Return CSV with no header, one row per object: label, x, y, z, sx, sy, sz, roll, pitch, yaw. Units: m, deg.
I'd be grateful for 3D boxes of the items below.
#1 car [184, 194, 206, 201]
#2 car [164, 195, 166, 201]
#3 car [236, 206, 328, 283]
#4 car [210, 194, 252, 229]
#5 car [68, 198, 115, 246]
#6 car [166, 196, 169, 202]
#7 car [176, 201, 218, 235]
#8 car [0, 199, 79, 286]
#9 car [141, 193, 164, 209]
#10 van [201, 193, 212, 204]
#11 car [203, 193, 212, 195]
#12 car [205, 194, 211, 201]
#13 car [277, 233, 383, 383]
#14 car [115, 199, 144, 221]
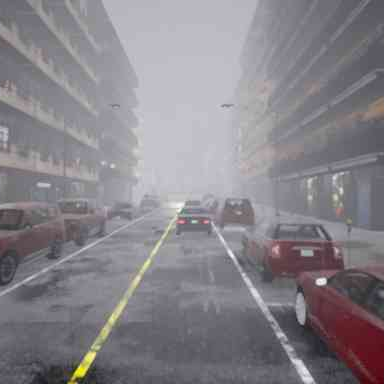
car,0.102,1.316,36.723,2.128,1.511,4.902,0,0,0
car,-5.299,1.332,48.213,1.887,1.381,4.507,1,0,0
car,2.594,1.389,9.439,1.967,1.590,4.097,1,0,0
car,2.554,1.208,20.500,2.192,1.841,5.009,1,0,0
car,-5.291,1.235,15.028,2.192,1.841,5.009,1,0,0
car,-5.300,1.329,64.807,1.802,1.307,4.206,1,0,0
car,0.099,1.451,18.248,2.033,1.411,5.357,0,0,0
car,-5.291,1.264,9.498,2.192,1.841,5.009,1,0,0
car,-5.293,1.119,42.681,2.192,1.841,5.009,1,0,0
van,2.551,1.099,59.220,1.690,1.788,3.998,1,0,0
car,2.552,1.087,53.689,2.192,1.841,5.009,1,0,0
car,2.551,1.285,31.564,1.967,1.590,4.097,1,0,0
car,2.584,1.523,3.908,1.887,1.381,4.507,1,0,0
car,-5.298,1.434,26.092,1.947,1.339,4.313,1,0,0
